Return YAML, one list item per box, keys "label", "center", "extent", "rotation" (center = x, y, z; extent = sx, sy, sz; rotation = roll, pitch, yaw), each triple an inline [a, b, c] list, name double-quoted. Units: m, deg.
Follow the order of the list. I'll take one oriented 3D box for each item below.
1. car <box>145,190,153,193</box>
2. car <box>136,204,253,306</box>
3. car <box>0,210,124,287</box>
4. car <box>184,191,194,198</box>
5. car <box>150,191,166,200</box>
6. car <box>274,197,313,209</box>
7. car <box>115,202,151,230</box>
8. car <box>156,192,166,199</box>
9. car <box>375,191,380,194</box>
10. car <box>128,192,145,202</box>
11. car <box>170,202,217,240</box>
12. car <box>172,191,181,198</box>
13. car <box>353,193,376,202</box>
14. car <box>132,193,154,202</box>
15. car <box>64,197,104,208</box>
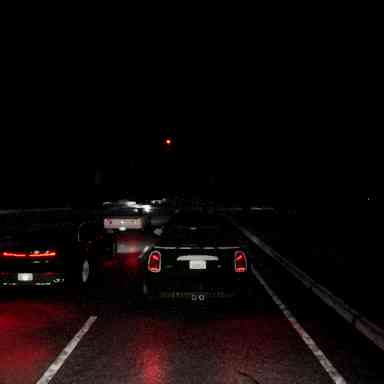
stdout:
- label: "car"
  center: [-10.613, 0.721, 73.896]
  extent: [2.097, 1.767, 4.553]
  rotation: [0, 1, -1]
- label: "car"
  center: [0.101, 1.323, 8.152]
  extent: [2.097, 1.767, 4.553]
  rotation: [0, 0, 0]
- label: "car"
  center: [-3.400, 1.468, 9.210]
  extent: [1.837, 1.490, 4.892]
  rotation: [0, 0, 0]
- label: "car"
  center: [-0.539, 0.707, 86.157]
  extent: [1.812, 1.442, 4.674]
  rotation: [0, 1, -4]
- label: "car"
  center: [-7.052, 0.981, 68.364]
  extent: [2.033, 1.411, 5.357]
  rotation: [0, 1, 0]
- label: "car"
  center: [12.191, 1.306, 39.206]
  extent: [4.718, 1.301, 1.895]
  rotation: [0, 1, -3]
- label: "car"
  center: [-3.405, 1.487, 18.530]
  extent: [1.895, 1.301, 4.718]
  rotation: [0, 1, 0]
- label: "car"
  center: [-7.240, 0.836, 79.051]
  extent: [2.033, 1.411, 5.357]
  rotation: [0, 1, -1]
- label: "car"
  center: [22.862, 0.921, 39.812]
  extent: [5.566, 2.045, 2.150]
  rotation: [0, 1, -4]
- label: "car"
  center: [-10.588, 0.996, 61.764]
  extent: [2.128, 1.511, 4.902]
  rotation: [0, 1, 0]
- label: "car"
  center: [0.089, 1.388, 17.348]
  extent: [2.128, 1.511, 4.902]
  rotation: [0, 0, 1]
- label: "car"
  center: [-4.014, 0.692, 85.661]
  extent: [1.837, 1.490, 4.892]
  rotation: [0, 1, -4]
- label: "car"
  center: [16.515, 1.213, 35.729]
  extent: [5.008, 1.535, 1.882]
  rotation: [0, 1, -3]
- label: "car"
  center: [-7.110, 1.223, 48.722]
  extent: [1.895, 1.301, 4.718]
  rotation: [0, 0, 0]
- label: "car"
  center: [-13.726, 1.276, 42.590]
  extent: [1.895, 1.301, 4.718]
  rotation: [1, 1, 43]
